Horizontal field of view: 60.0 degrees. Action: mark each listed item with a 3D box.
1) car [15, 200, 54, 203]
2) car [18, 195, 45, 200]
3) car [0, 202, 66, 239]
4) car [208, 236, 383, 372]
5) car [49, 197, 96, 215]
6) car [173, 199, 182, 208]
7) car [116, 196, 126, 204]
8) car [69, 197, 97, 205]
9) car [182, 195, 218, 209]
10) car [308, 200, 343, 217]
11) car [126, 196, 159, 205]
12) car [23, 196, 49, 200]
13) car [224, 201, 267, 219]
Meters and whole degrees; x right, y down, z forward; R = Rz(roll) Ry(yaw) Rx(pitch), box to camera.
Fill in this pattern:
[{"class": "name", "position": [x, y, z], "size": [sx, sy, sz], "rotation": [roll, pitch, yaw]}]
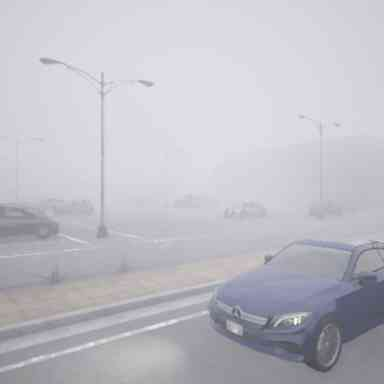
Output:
[{"class": "car", "position": [-10.434, 1.434, 17.760], "size": [5.027, 1.636, 2.152], "rotation": [0, 0, -37]}, {"class": "car", "position": [-24.159, 1.381, 50.300], "size": [4.605, 1.855, 1.932], "rotation": [0, 0, -37]}, {"class": "car", "position": [-8.518, 1.428, 15.276], "size": [4.514, 1.523, 2.007], "rotation": [0, 0, -37]}, {"class": "car", "position": [2.417, 1.554, 5.847], "size": [4.674, 1.442, 1.812], "rotation": [0, 0, -37]}, {"class": "car", "position": [-11.354, 1.495, 31.844], "size": [3.633, 1.501, 1.845], "rotation": [0, 0, -37]}, {"class": "car", "position": [-0.700, 1.321, 47.905], "size": [3.866, 1.878, 1.905], "rotation": [0, 0, -37]}, {"class": "car", "position": [-12.435, 1.566, 63.119], "size": [3.806, 1.475, 1.970], "rotation": [0, 0, -37]}, {"class": "car", "position": [-20.276, 1.635, 61.846], "size": [4.514, 1.523, 2.007], "rotation": [0, 0, -37]}, {"class": "car", "position": [1.366, 1.328, 45.821], "size": [4.605, 1.855, 1.932], "rotation": [0, 0, -37]}, {"class": "car", "position": [12.356, 1.516, 30.833], "size": [3.633, 1.501, 1.845], "rotation": [0, 0, -37]}, {"class": "car", "position": [-8.342, 1.458, 58.166], "size": [5.027, 1.636, 2.152], "rotation": [0, 0, -37]}, {"class": "car", "position": [-17.289, 1.521, 39.884], "size": [4.514, 1.523, 2.007], "rotation": [0, 0, -37]}, {"class": "car", "position": [4.625, 1.525, 28.791], "size": [3.806, 1.475, 1.970], "rotation": [0, 0, -37]}]
